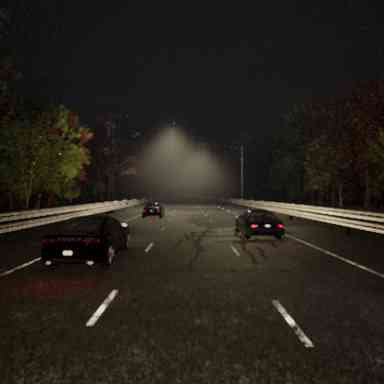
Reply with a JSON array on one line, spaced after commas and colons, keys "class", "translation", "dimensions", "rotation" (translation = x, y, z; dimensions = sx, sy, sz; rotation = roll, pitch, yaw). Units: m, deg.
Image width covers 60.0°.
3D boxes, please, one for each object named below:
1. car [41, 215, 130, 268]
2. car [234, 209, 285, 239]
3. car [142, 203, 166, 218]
[{"class": "car", "translation": [-3.441, 1.547, 11.648], "dimensions": [1.882, 1.535, 5.008], "rotation": [0, 0, 0]}, {"class": "car", "translation": [3.520, 1.653, 18.063], "dimensions": [2.033, 1.411, 5.357], "rotation": [0, 0, 0]}, {"class": "car", "translation": [-3.625, 1.731, 31.909], "dimensions": [2.033, 1.411, 5.357], "rotation": [0, 0, -1]}]
